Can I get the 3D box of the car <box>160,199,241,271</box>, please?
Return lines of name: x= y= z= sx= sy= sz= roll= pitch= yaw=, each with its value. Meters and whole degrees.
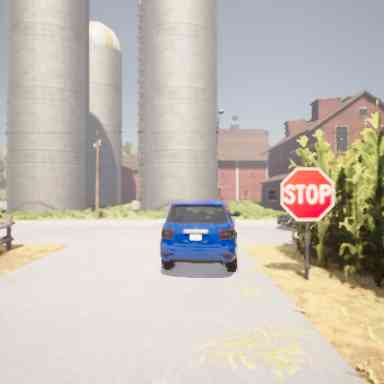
car: x=0.439 y=1.248 z=11.211 sx=2.150 sy=2.045 sz=5.566 roll=0 pitch=0 yaw=7

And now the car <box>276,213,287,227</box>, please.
car: x=7.714 y=1.547 z=20.589 sx=4.892 sy=1.490 sz=1.837 roll=0 pitch=0 yaw=0
